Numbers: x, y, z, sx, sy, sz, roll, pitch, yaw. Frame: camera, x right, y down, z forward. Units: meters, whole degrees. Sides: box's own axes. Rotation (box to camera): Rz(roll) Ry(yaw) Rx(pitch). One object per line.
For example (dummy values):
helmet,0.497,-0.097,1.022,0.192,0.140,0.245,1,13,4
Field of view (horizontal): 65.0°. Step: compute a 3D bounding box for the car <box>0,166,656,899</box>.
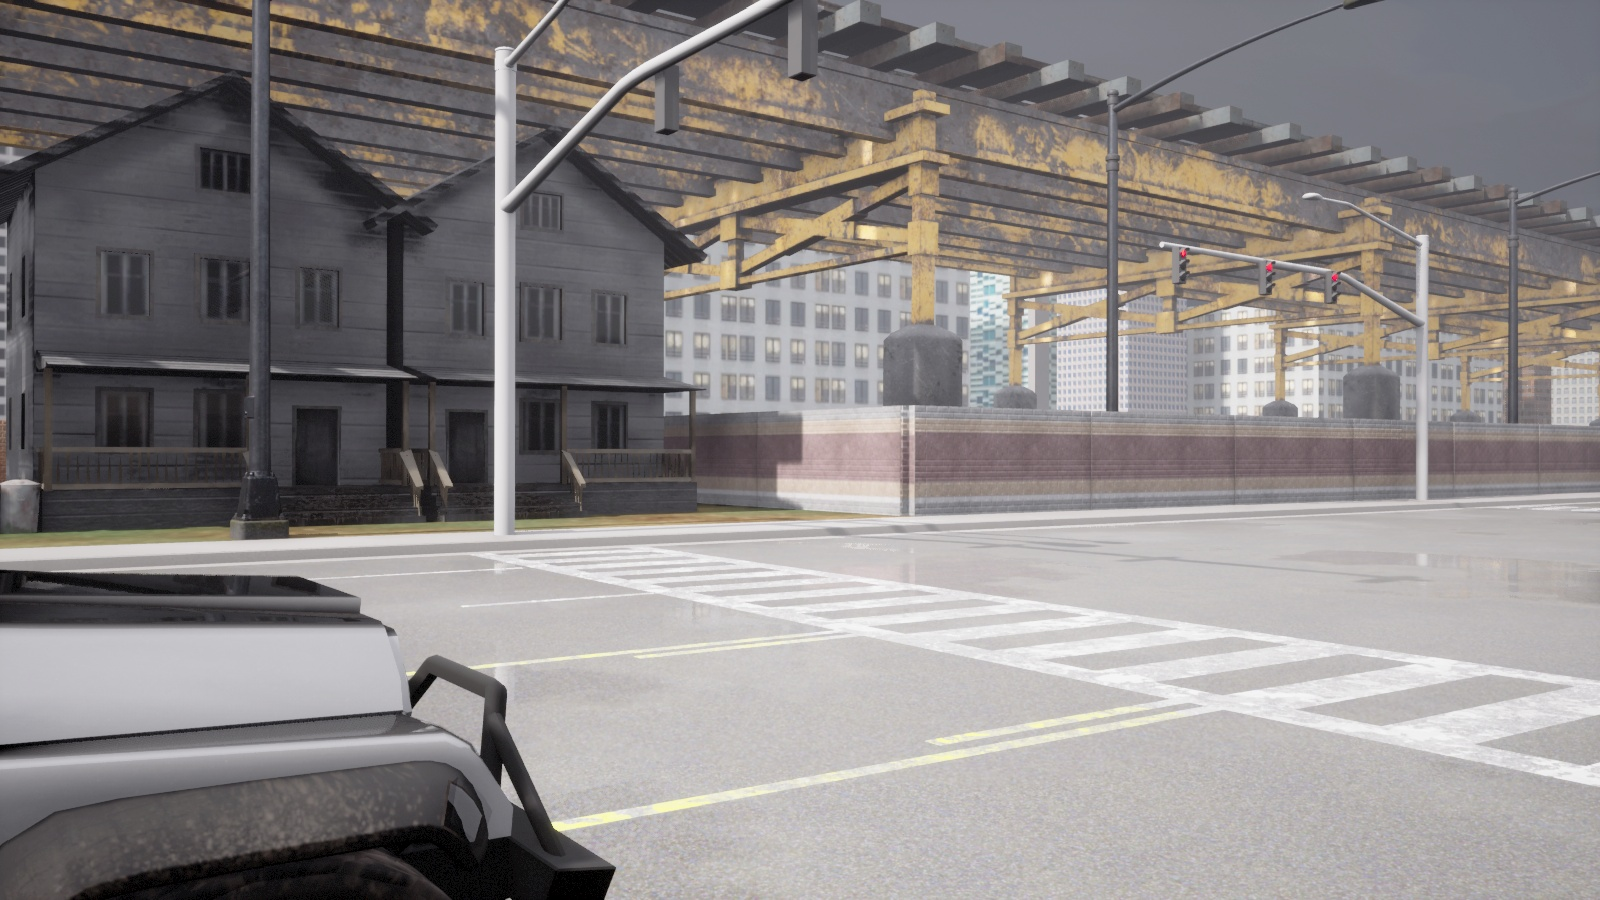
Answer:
car,-2.398,0.551,1.999,3.866,1.878,1.905,0,0,-34
